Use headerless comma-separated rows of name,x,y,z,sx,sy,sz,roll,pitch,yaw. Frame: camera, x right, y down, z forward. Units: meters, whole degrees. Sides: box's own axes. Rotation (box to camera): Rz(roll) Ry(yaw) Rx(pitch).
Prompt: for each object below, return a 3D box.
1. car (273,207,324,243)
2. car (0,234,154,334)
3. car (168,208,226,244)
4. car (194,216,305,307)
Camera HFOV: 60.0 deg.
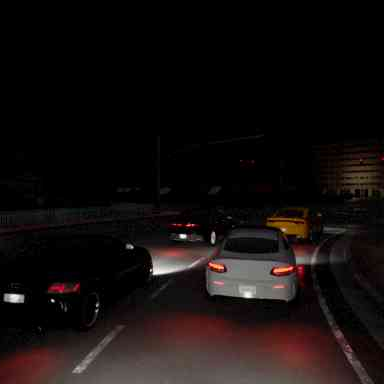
car,5.210,1.478,16.499,1.882,1.535,5.008,0,0,30
car,-2.267,1.564,6.962,1.994,1.385,4.181,0,0,11
car,0.611,1.505,15.397,1.837,1.490,4.892,0,0,23
car,1.525,1.526,7.989,1.812,1.442,4.674,0,0,14
